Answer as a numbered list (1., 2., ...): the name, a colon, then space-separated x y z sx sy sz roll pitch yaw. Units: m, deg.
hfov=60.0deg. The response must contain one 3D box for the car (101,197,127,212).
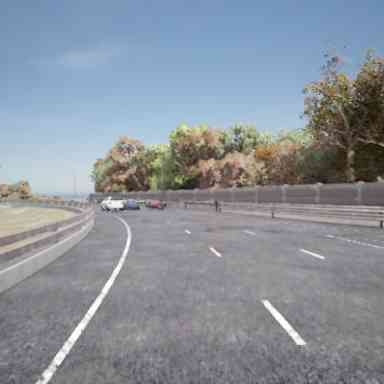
1. car: -11.652 1.719 48.100 2.150 2.045 5.566 0 -1 -27

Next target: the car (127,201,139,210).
1. car: -9.644 2.078 51.588 1.994 1.385 4.181 0 -1 -28

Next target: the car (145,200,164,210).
1. car: -5.926 2.020 52.087 1.812 1.442 4.674 0 -1 -28
